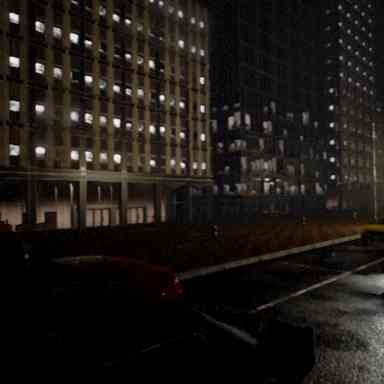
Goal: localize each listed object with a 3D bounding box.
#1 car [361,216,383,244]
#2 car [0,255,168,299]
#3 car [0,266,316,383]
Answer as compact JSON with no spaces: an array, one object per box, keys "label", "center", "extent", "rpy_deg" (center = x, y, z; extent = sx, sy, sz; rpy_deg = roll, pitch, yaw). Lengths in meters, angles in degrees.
[{"label":"car","center":[9.943,1.751,16.526],"extent":[4.829,1.417,1.752],"rpy_deg":[0,-2,-43]},{"label":"car","center":[-1.995,1.726,5.241],"extent":[4.206,1.307,1.802],"rpy_deg":[0,-2,-43]},{"label":"car","center":[-0.950,1.678,2.661],"extent":[4.718,1.301,1.895],"rpy_deg":[0,-2,-43]}]
